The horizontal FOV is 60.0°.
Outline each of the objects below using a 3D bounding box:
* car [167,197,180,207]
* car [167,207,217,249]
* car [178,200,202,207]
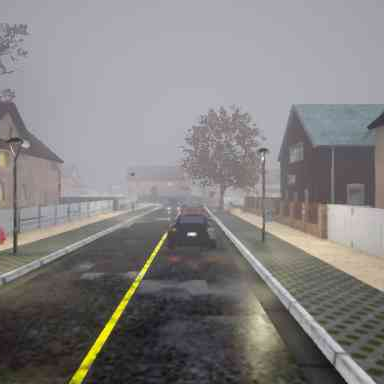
[{"bbox_3d":[-2.750,1.630,52.652,1.837,1.490,4.892,0,0,0],"label":"car"},{"bbox_3d":[0.000,1.579,14.651,1.994,1.385,4.181,0,0,0],"label":"car"},{"bbox_3d":[0.000,1.643,29.682,1.895,1.301,4.718,0,0,0],"label":"car"}]
